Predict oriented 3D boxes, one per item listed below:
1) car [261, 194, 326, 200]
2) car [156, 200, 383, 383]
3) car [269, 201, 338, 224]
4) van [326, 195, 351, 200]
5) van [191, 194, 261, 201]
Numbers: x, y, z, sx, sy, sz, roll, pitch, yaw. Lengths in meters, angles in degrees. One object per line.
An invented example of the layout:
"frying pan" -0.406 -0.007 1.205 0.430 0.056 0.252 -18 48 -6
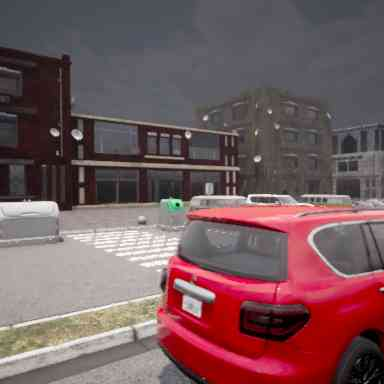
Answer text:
"car" 6.141 1.197 23.715 2.435 2.045 5.566 0 0 -36
"car" 2.189 1.212 4.725 5.566 2.045 2.150 1 0 -35
"car" 8.347 1.490 25.373 2.002 1.452 4.674 0 0 -36
"van" 10.601 1.229 27.165 1.878 1.987 4.442 0 0 -36
"van" 1.748 1.230 20.385 1.878 1.987 4.442 0 0 -36
